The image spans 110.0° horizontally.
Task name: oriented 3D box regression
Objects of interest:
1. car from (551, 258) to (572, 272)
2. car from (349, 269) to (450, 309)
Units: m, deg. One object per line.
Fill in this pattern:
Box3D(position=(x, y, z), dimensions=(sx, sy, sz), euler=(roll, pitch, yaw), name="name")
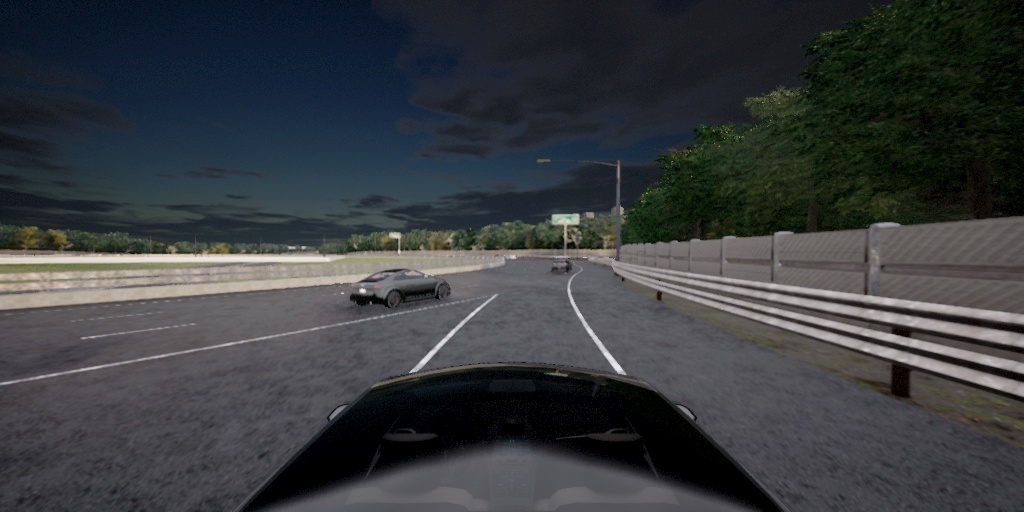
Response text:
Box3D(position=(5.521, 0.968, 39.489), dimensions=(2.128, 1.511, 4.902), euler=(0, 0, 15), name="car")
Box3D(position=(-4.410, 1.208, 14.633), dimensions=(1.994, 1.385, 4.181), euler=(0, 0, 29), name="car")
